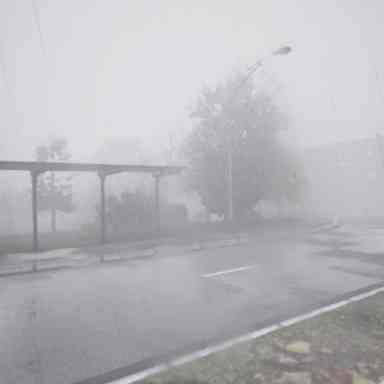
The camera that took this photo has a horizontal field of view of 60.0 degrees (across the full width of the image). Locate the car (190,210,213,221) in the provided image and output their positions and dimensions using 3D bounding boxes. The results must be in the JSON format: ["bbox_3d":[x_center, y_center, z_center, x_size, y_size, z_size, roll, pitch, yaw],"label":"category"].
[{"bbox_3d":[2.013,4.359,61.529,2.150,2.045,5.566,-1,-5,-18],"label":"car"}]
